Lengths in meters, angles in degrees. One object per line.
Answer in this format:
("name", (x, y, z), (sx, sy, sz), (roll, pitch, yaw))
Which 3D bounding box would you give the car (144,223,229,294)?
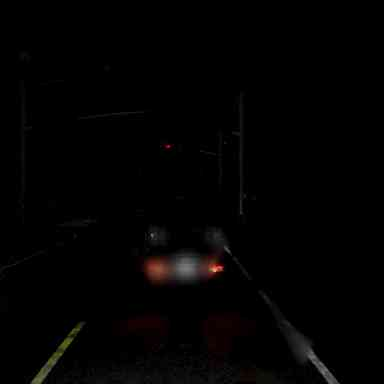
("car", (-0.175, 1.547, 8.963), (2.033, 1.411, 5.357), (0, 0, -1))

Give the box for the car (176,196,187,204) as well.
("car", (-1.982, 1.525, 63.433), (1.812, 1.442, 4.674), (0, 0, -2))
